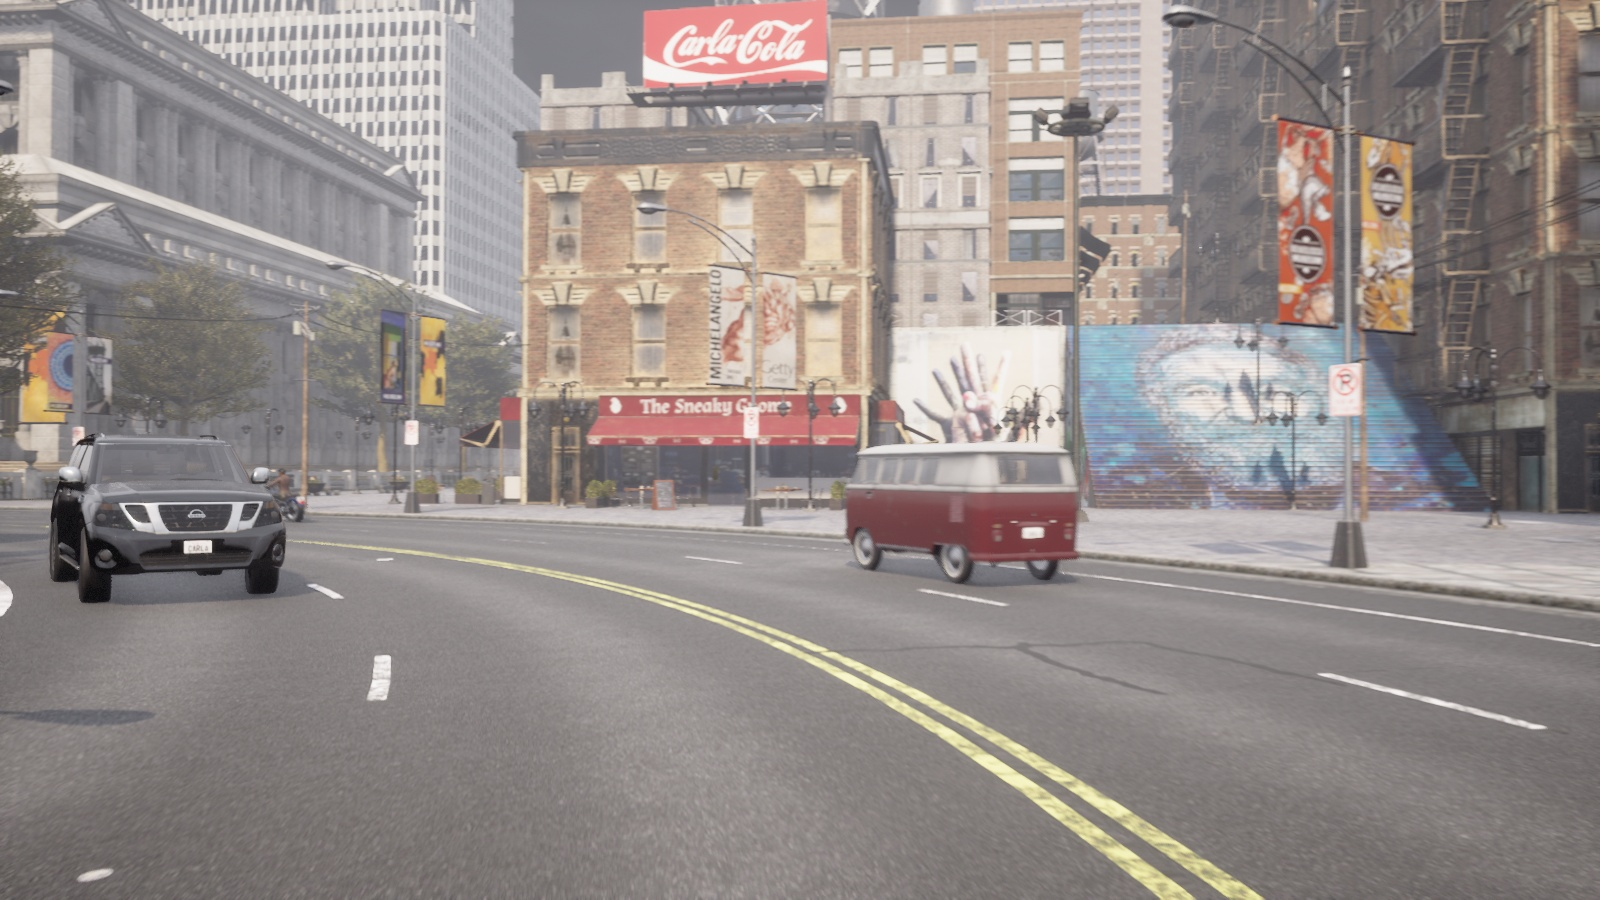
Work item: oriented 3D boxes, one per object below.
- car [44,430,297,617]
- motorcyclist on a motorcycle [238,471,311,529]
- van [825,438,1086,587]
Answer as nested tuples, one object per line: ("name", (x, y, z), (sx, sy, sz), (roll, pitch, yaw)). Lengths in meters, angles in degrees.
("car", (-8.513, 0.858, 16.662), (2.150, 2.045, 5.566), (0, -1, -36))
("motorcyclist on a motorcycle", (-15.630, 1.473, 37.304), (2.350, 1.649, 0.766), (-1, -1, 32))
("van", (2.199, 0.876, 19.104), (1.775, 1.987, 4.442), (0, -1, -26))
